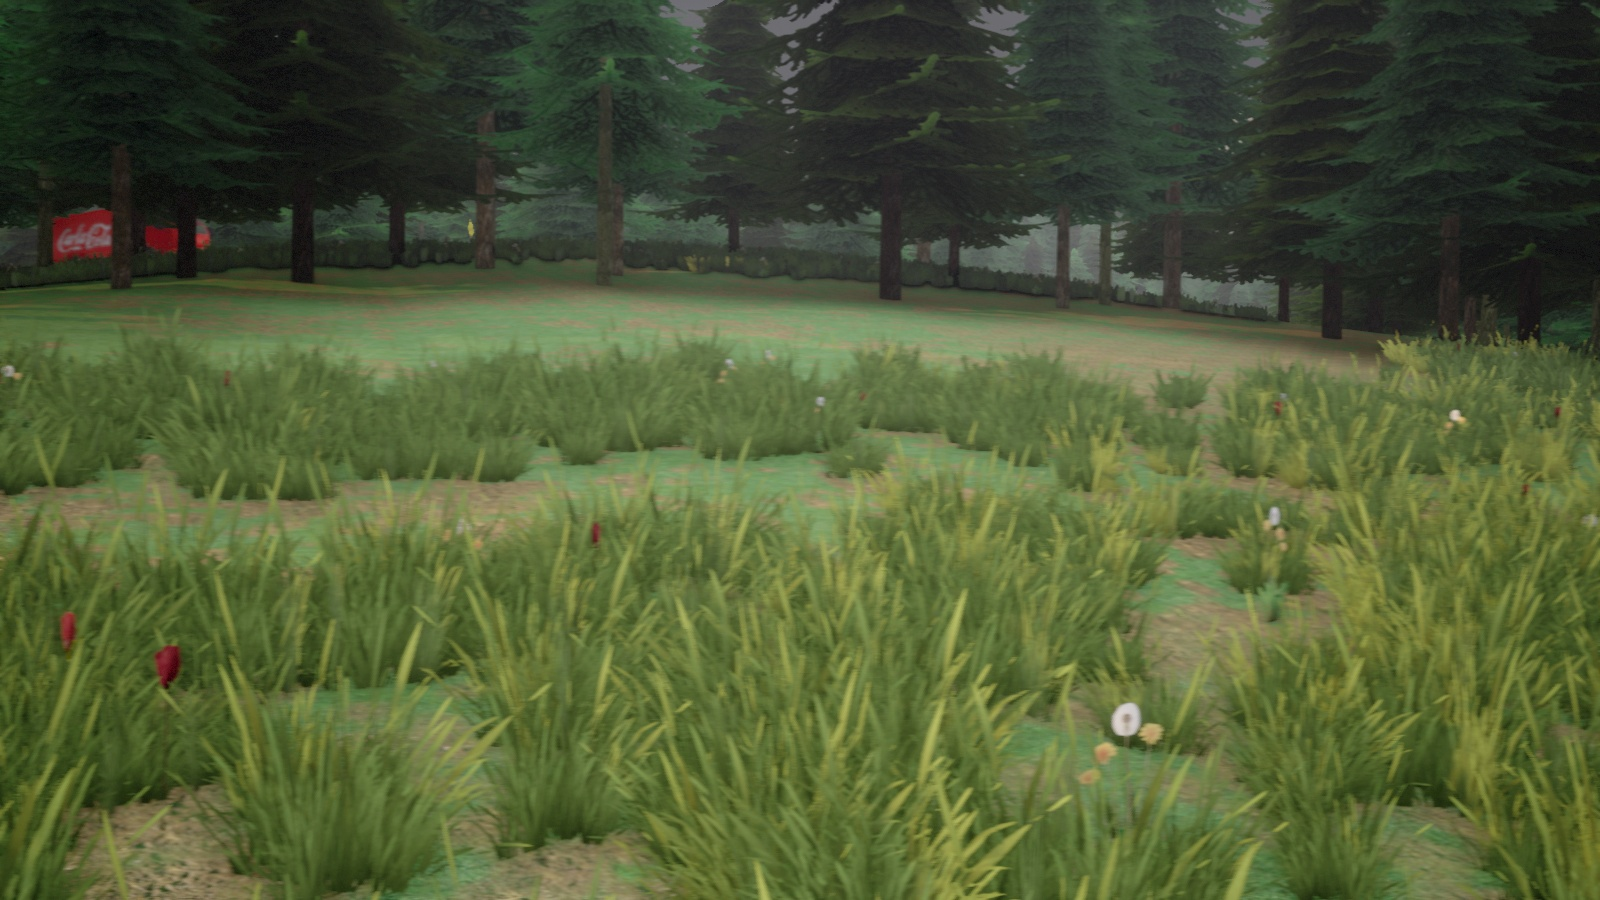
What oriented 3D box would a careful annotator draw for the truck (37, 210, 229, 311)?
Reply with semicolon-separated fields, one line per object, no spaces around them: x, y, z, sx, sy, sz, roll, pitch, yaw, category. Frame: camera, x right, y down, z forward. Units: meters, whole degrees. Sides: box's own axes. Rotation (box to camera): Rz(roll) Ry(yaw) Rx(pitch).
-22.651;-6.373;42.732;5.204;2.467;2.627;-6;0;15;truck
